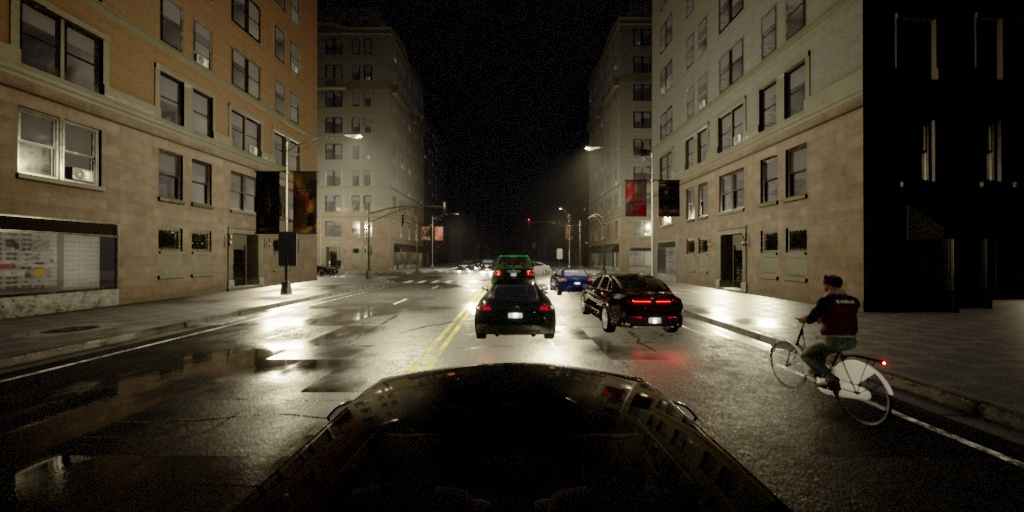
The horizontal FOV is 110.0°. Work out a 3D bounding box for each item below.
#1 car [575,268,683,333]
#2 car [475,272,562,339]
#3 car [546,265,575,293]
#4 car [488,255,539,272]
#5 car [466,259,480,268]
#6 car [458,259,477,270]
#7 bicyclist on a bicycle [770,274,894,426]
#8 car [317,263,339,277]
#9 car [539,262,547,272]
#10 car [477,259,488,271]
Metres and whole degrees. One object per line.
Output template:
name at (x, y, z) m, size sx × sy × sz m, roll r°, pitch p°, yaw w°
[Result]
car at (3.334, 1.255, 10.779) m, size 1.837 × 1.490 × 4.892 m, roll 0°, pitch 0°, yaw 0°
car at (0.085, 1.314, 10.111) m, size 1.994 × 1.385 × 4.181 m, roll 0°, pitch 0°, yaw 0°
car at (3.224, 1.316, 19.675) m, size 1.994 × 1.385 × 4.181 m, roll 0°, pitch 0°, yaw 0°
car at (0.075, 0.973, 19.524) m, size 2.150 × 2.045 × 5.566 m, roll 0°, pitch 0°, yaw 0°
car at (-6.658, 1.267, 61.336) m, size 1.837 × 1.490 × 4.892 m, roll 0°, pitch 1°, yaw 0°
car at (-6.658, 1.288, 52.330) m, size 1.812 × 1.442 × 4.674 m, roll 0°, pitch 0°, yaw 0°
bicyclist on a bicycle at (4.139, 1.120, 4.837) m, size 0.659 × 1.776 × 1.843 m, roll 0°, pitch 0°, yaw 0°
car at (-19.192, 1.296, 34.817) m, size 4.181 × 1.385 × 1.994 m, roll 0°, pitch 0°, yaw 0°
car at (1.666, 1.280, 34.968) m, size 4.674 × 1.442 × 1.812 m, roll 0°, pitch 0°, yaw -30°
car at (-3.410, 1.254, 51.075) m, size 2.128 × 1.511 × 4.902 m, roll 0°, pitch 0°, yaw 0°
